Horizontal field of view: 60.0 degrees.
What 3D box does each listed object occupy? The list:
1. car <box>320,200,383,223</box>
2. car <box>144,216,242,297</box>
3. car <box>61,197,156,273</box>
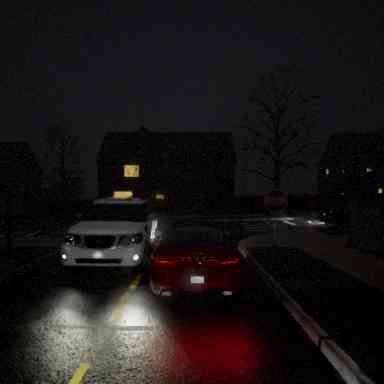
[{"bbox_3d":[10.741,1.242,21.974,4.181,1.385,1.994,-1,1,1],"label":"car"},{"bbox_3d":[0.038,1.478,8.644,1.882,1.535,5.008,0,0,-1],"label":"car"},{"bbox_3d":[-2.363,1.219,11.043,2.150,2.045,5.566,1,0,-1],"label":"car"}]
